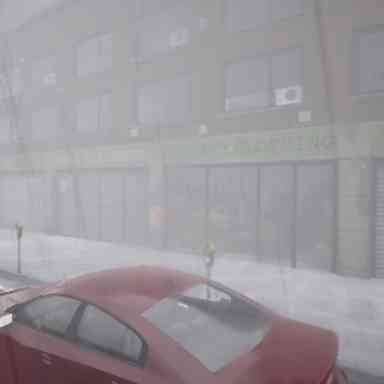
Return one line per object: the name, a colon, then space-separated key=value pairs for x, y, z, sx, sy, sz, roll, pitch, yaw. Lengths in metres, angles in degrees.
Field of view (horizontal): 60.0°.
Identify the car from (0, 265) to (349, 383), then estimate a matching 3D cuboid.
car: x=-0.819 y=1.500 z=3.546 sx=4.507 sy=1.381 sz=1.887 roll=0 pitch=2 yaw=35
